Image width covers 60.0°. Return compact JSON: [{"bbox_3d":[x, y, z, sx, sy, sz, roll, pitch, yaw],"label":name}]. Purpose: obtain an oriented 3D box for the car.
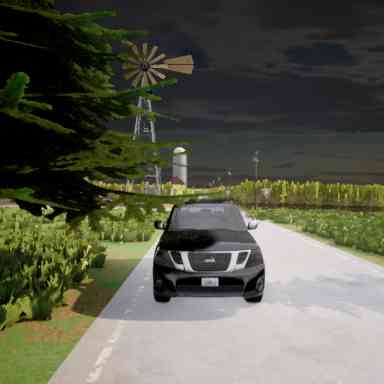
[{"bbox_3d":[0.331,1.221,8.579,2.150,2.045,5.566,0,0,0],"label":"car"}]
